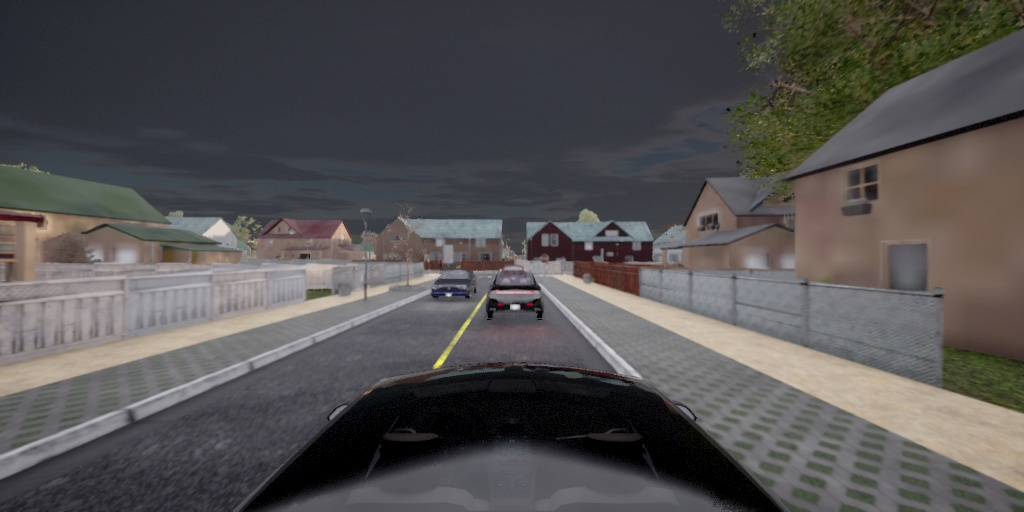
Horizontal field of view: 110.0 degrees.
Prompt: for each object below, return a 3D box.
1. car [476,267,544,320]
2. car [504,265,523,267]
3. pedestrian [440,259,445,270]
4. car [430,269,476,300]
[{"bbox_3d":[0.096,1.304,12.960,2.128,1.511,4.902,0,0,0],"label":"car"},{"bbox_3d":[0.094,1.362,25.925,1.882,1.535,5.008,0,0,0],"label":"car"},{"bbox_3d":[-9.356,1.061,48.025,0.375,1.860,0.375,0,-1,1],"label":"pedestrian"},{"bbox_3d":[-2.844,1.393,18.796,2.033,1.411,5.357,0,0,0],"label":"car"}]
